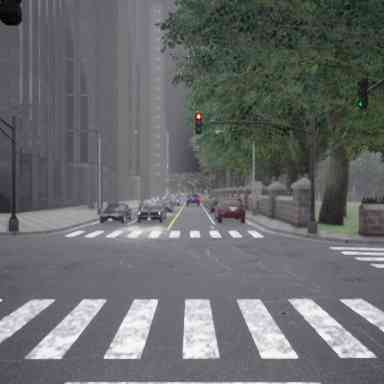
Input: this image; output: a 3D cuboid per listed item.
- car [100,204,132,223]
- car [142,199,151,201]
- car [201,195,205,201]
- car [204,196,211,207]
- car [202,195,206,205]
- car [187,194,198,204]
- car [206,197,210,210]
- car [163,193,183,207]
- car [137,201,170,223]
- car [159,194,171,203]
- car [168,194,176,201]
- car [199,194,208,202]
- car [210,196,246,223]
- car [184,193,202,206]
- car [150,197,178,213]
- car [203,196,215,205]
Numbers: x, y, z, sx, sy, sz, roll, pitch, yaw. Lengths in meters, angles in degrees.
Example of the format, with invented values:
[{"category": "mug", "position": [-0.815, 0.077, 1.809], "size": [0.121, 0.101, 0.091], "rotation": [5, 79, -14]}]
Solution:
[{"category": "car", "position": [-5.693, 1.564, 25.347], "size": [1.947, 1.339, 4.313], "rotation": [0, 0, 0]}, {"category": "car", "position": [-5.649, 1.559, 41.718], "size": [2.008, 1.369, 4.403], "rotation": [0, 0, 0]}, {"category": "car", "position": [2.906, 1.456, 52.615], "size": [1.967, 1.590, 4.097], "rotation": [0, 0, 0]}, {"category": "car", "position": [2.876, 1.559, 41.702], "size": [2.008, 1.369, 4.403], "rotation": [0, 0, 0]}, {"category": "car", "position": [2.891, 1.563, 47.159], "size": [2.008, 1.369, 4.403], "rotation": [0, 0, 0]}, {"category": "car", "position": [0.180, 1.377, 65.845], "size": [2.097, 1.767, 4.553], "rotation": [0, 0, 0]}, {"category": "car", "position": [2.861, 1.571, 36.246], "size": [1.947, 1.339, 4.313], "rotation": [0, 0, 0]}, {"category": "car", "position": [-2.926, 1.367, 52.072], "size": [2.097, 1.767, 4.553], "rotation": [0, 0, 1]}, {"category": "car", "position": [-3.029, 1.600, 25.787], "size": [1.895, 1.301, 4.718], "rotation": [0, 0, 0]}, {"category": "car", "position": [-5.575, 1.342, 69.003], "size": [2.192, 1.841, 5.009], "rotation": [0, 0, 0]}, {"category": "car", "position": [-5.515, 1.490, 90.831], "size": [1.967, 1.590, 4.097], "rotation": [0, 0, 0]}, {"category": "car", "position": [2.594, 1.388, 75.960], "size": [2.097, 1.767, 4.553], "rotation": [0, 0, 0]}, {"category": "car", "position": [2.832, 1.314, 25.333], "size": [2.192, 1.841, 5.009], "rotation": [0, 0, 0]}, {"category": "car", "position": [0.199, 1.239, 55.213], "size": [2.150, 2.045, 5.566], "rotation": [0, 0, 1]}, {"category": "car", "position": [-2.995, 1.553, 36.899], "size": [2.033, 1.411, 5.357], "rotation": [0, 0, 1]}, {"category": "car", "position": [2.921, 1.459, 58.072], "size": [1.967, 1.590, 4.097], "rotation": [0, 0, 0]}]
